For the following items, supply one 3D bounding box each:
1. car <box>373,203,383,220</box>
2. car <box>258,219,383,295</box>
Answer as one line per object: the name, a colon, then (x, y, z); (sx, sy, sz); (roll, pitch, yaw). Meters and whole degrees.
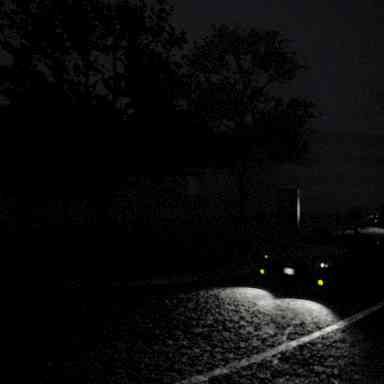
car: (14.242, 1.521, 23.696); (2.097, 1.767, 4.553); (-1, -1, 33)
car: (3.591, 1.611, 8.963); (1.994, 1.385, 4.181); (-1, -1, 44)
